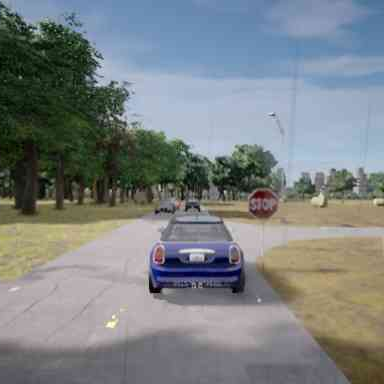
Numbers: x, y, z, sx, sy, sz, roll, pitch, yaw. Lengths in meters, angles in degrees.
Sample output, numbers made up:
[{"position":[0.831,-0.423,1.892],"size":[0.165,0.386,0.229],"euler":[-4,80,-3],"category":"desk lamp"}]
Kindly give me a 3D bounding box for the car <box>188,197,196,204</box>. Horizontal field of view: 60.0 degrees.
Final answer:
[{"position":[0.019,1.955,75.438],"size":[1.837,1.490,4.892],"euler":[0,-1,0],"category":"car"}]

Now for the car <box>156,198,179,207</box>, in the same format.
[{"position":[-2.825,1.670,35.809],"size":[1.994,1.385,4.181],"euler":[0,0,1],"category":"car"}]

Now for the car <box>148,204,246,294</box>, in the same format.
[{"position":[0.103,1.366,8.966],"size":[2.097,1.767,4.553],"euler":[0,0,0],"category":"car"}]

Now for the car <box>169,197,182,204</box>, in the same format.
[{"position":[-2.823,1.528,45.803],"size":[2.097,1.767,4.553],"euler":[0,0,0],"category":"car"}]

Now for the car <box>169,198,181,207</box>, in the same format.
[{"position":[-2.802,1.763,56.176],"size":[1.837,1.490,4.892],"euler":[0,0,0],"category":"car"}]

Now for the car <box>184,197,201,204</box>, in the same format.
[{"position":[0.097,1.661,43.174],"size":[1.837,1.490,4.892],"euler":[0,0,0],"category":"car"}]
